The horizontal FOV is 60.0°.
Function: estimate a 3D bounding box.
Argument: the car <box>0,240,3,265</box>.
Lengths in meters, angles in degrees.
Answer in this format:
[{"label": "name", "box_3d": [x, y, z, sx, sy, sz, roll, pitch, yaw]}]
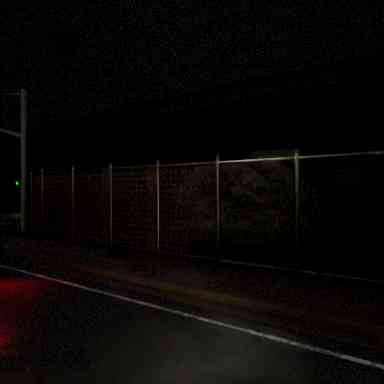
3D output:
[{"label": "car", "box_3d": [-7.128, 1.491, 9.074, 4.902, 1.511, 2.128, 0, 0, 33]}]
